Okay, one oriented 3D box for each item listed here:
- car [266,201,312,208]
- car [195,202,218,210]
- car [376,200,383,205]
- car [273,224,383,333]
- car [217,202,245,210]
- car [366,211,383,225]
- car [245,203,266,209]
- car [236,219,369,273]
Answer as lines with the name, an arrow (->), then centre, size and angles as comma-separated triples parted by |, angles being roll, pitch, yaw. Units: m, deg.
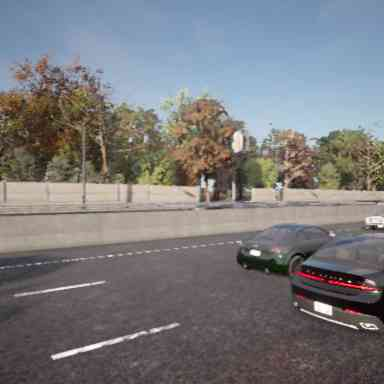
car -> 9.867, 1.718, 32.476 | 4.553, 1.767, 2.097 | 0, -1, -35
car -> 2.611, 1.940, 40.195 | 4.902, 1.511, 2.128 | 1, -1, -35
car -> 37.974, 2.299, 65.263 | 4.902, 1.511, 2.128 | 1, -1, -35
car -> 4.017, 1.581, 6.592 | 4.892, 1.490, 1.837 | 0, -1, -35
car -> 5.910, 1.976, 38.253 | 5.357, 1.411, 2.033 | 0, -1, -35
car -> 13.545, 1.851, 21.962 | 4.718, 1.301, 1.895 | 0, -1, -35
car -> 8.117, 1.963, 35.524 | 4.181, 1.385, 1.994 | 0, -1, -35
car -> 3.399, 1.682, 10.443 | 4.181, 1.385, 1.994 | 0, -1, -35
